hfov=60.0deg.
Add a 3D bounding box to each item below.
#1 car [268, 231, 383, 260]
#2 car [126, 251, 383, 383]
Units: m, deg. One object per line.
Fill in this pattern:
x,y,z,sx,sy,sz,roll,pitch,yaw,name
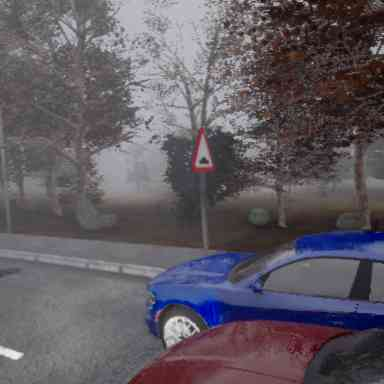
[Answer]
1.726,1.238,3.943,5.008,1.535,1.882,-1,4,28,car
1.788,1.377,1.416,5.008,1.535,1.882,-1,4,28,car
